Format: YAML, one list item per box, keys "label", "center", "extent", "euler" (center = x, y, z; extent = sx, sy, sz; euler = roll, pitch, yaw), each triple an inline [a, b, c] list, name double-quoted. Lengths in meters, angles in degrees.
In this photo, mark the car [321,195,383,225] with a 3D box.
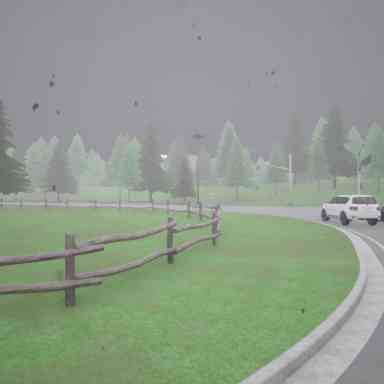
- label: "car"
  center: [11.236, 1.221, 23.940]
  extent: [2.150, 2.045, 5.566]
  euler: [0, 0, 0]
